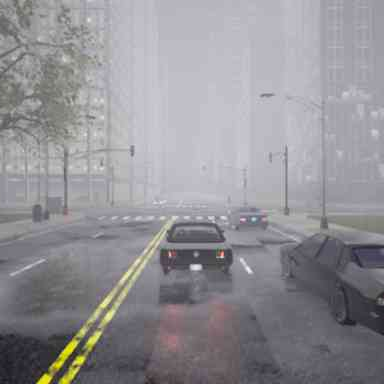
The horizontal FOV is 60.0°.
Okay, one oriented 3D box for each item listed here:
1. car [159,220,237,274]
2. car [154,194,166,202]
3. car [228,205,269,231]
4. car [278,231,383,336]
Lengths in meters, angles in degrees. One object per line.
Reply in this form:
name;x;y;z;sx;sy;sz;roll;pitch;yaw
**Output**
car;0.105;1.589;10.529;1.895;1.301;4.718;0;0;0
car;-7.292;1.468;72.812;1.895;1.301;4.718;0;0;-1
car;3.356;1.522;20.574;2.033;1.411;5.357;0;0;0
car;3.354;1.540;6.974;2.033;1.411;5.357;0;0;0
